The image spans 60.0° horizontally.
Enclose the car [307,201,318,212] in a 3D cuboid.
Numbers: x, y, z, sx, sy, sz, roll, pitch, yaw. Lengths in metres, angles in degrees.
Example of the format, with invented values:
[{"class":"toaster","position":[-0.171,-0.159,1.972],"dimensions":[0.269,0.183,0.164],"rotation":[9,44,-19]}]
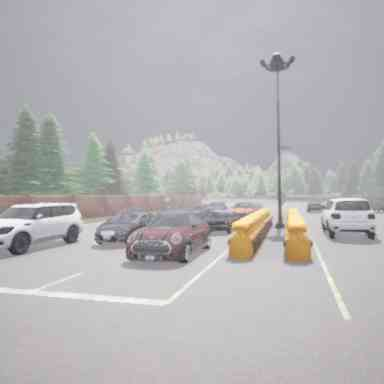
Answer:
[{"class":"car","position":[16.257,1.877,43.946],"dimensions":[2.128,1.511,4.902],"rotation":[-1,-1,17]}]

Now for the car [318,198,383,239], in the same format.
[{"class":"car","position":[8.534,1.364,18.451],"dimensions":[2.150,2.045,5.566],"rotation":[-1,-1,17]}]

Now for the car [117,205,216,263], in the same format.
[{"class":"car","position":[-0.711,1.544,12.829],"dimensions":[2.097,1.767,4.553],"rotation":[-1,-1,17]}]

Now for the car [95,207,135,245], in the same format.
[{"class":"car","position":[-3.067,1.775,17.113],"dimensions":[2.128,1.511,4.902],"rotation":[-1,-1,17]}]

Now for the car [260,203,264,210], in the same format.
[{"class":"car","position":[7.736,1.981,40.526],"dimensions":[1.812,1.442,4.674],"rotation":[-1,-1,17]}]

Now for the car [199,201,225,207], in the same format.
[{"class":"car","position":[2.623,1.813,35.814],"dimensions":[2.097,1.767,4.553],"rotation":[-1,-1,17]}]

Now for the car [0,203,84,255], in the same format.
[{"class":"car","position":[-7.287,1.538,15.266],"dimensions":[2.150,2.045,5.566],"rotation":[-1,-1,17]}]

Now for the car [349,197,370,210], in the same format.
[{"class":"car","position":[25.513,1.702,50.700],"dimensions":[2.097,1.767,4.553],"rotation":[-1,-1,17]}]

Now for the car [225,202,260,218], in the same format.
[{"class":"car","position":[4.731,1.715,30.741],"dimensions":[2.097,1.767,4.553],"rotation":[-1,-1,17]}]

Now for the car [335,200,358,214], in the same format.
[{"class":"car","position":[19.112,1.787,41.308],"dimensions":[1.882,1.535,5.008],"rotation":[-1,-1,17]}]

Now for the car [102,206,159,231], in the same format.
[{"class":"car","position":[-4.403,1.898,24.756],"dimensions":[2.128,1.511,4.902],"rotation":[-1,-1,17]}]

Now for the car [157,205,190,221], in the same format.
[{"class":"car","position":[-1.751,2.053,33.457],"dimensions":[1.994,1.385,4.181],"rotation":[-1,-1,17]}]

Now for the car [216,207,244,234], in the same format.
[{"class":"car","position":[1.901,1.875,21.428],"dimensions":[1.895,1.301,4.718],"rotation":[-1,-1,17]}]

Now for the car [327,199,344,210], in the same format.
[{"class":"car","position":[22.049,1.884,51.319],"dimensions":[1.882,1.535,5.008],"rotation":[-1,-1,17]}]
